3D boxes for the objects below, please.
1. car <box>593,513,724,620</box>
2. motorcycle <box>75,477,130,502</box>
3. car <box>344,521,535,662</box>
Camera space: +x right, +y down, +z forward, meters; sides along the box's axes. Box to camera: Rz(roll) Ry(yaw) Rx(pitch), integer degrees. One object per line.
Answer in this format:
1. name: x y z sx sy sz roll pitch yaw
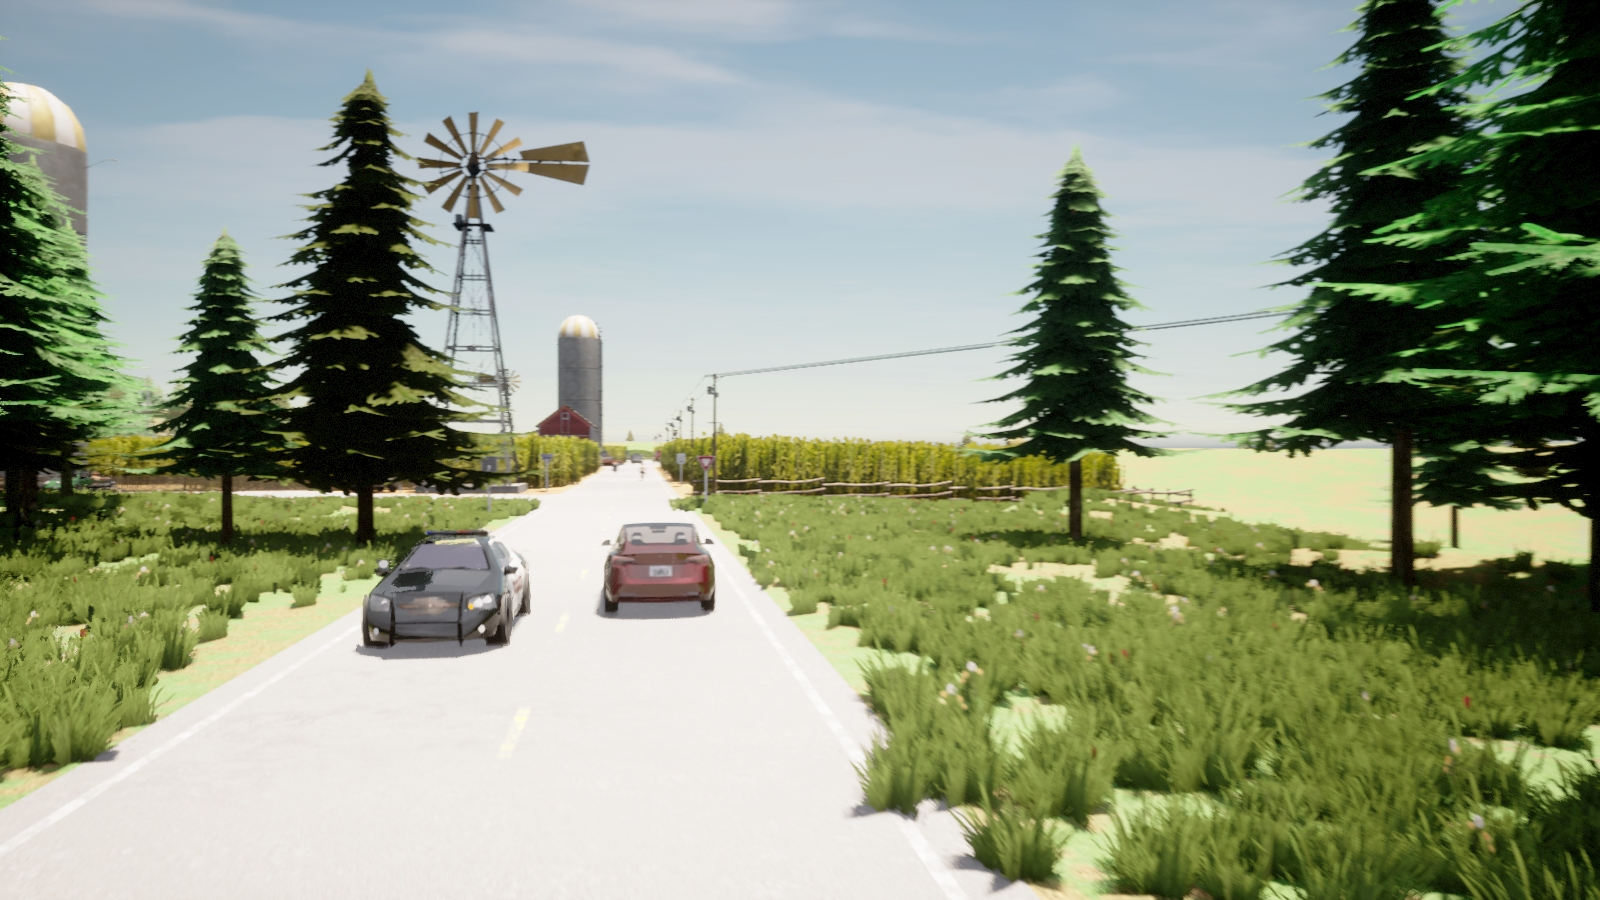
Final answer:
1. car: -2.672 2.065 21.355 2.163 1.488 4.792 0 0 -8
2. motorcycle: -36.657 2.064 60.077 2.356 1.277 0.764 0 0 -8
3. car: -5.381 2.043 17.750 2.038 1.542 4.974 0 0 -8
